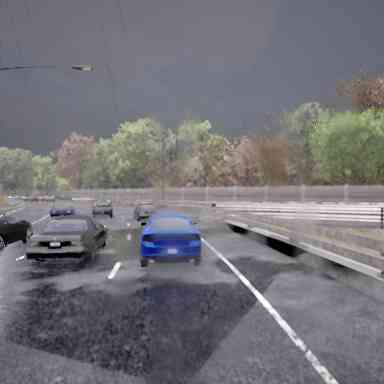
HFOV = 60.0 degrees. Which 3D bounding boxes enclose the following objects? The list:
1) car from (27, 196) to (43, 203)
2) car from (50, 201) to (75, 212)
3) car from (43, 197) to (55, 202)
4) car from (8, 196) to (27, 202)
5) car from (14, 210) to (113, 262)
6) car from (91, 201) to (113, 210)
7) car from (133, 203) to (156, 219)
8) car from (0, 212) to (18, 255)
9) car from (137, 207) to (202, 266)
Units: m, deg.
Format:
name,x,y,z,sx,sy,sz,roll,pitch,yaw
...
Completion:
name,x,y,z,sx,sy,sz,roll,pitch,yaw
car,-38.309,1.750,79.410,4.892,1.490,1.837,0,0,41
car,-11.830,1.750,30.560,1.895,1.301,4.718,0,0,-17
car,-35.522,1.868,81.673,4.718,1.301,1.895,0,0,41
car,-40.697,1.720,76.851,5.008,1.535,1.882,0,0,41
car,-4.349,1.608,12.353,2.033,1.411,5.357,0,0,-7
car,-8.842,1.648,32.626,2.128,1.511,4.902,0,0,-17
car,-3.915,1.681,28.334,2.033,1.411,5.357,0,0,-15
car,-8.055,1.560,13.407,2.128,1.511,4.902,0,0,-8
car,-0.808,1.533,11.920,1.882,1.535,5.008,0,0,-6
